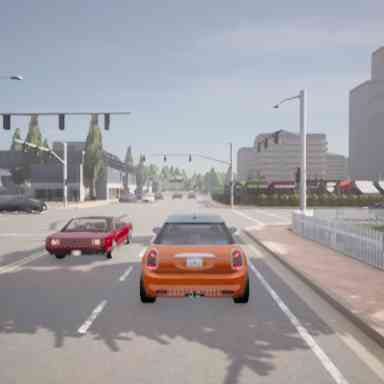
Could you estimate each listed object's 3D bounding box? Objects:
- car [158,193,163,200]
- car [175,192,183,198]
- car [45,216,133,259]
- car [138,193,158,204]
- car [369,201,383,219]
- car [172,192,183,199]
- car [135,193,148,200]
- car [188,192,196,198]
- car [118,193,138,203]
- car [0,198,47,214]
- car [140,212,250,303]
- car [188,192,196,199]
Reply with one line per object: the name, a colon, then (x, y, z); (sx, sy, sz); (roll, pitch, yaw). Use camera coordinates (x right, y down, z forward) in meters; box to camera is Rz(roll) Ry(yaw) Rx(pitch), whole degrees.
car: (-7.002, 0.945, 69.327); (1.837, 1.490, 4.892); (0, 0, 0)
car: (-3.502, 0.722, 87.794); (1.994, 1.385, 4.181); (0, 0, 0)
car: (-3.416, 1.503, 12.085); (1.895, 1.301, 4.718); (0, 0, 0)
car: (-7.075, 1.094, 53.933); (1.812, 1.442, 4.674); (0, 1, 0)
car: (15.544, 1.296, 24.297); (4.902, 1.511, 2.128); (0, 0, -1)
car: (-3.502, 0.890, 77.841); (1.812, 1.442, 4.674); (0, 0, 0)
car: (-10.502, 0.996, 69.485); (1.994, 1.385, 4.181); (0, 0, 0)
car: (-0.002, 0.695, 87.796); (2.128, 1.511, 4.902); (0, 0, 0)
car: (-10.571, 0.918, 54.133); (2.097, 1.767, 4.553); (0, 0, 0)
car: (-15.908, 1.278, 30.806); (4.674, 1.442, 1.812); (0, 0, 5)
car: (0.064, 1.285, 8.187); (2.097, 1.767, 4.553); (0, 0, 0)
car: (-0.002, 0.911, 77.522); (2.033, 1.411, 5.357); (0, 0, 0)
